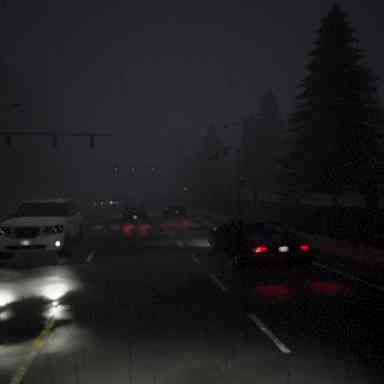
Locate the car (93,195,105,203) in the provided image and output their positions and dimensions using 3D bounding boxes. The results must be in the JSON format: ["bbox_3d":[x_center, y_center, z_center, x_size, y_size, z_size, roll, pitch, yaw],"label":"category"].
[{"bbox_3d":[-21.006,1.617,74.843,1.812,1.442,4.674,0,0,-15],"label":"car"}]

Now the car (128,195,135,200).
[{"bbox_3d":[-17.566,1.553,91.747,1.837,1.490,4.892,0,0,-37],"label":"car"}]

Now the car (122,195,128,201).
[{"bbox_3d":[-19.818,1.612,88.869,2.033,1.411,5.357,0,0,-37],"label":"car"}]

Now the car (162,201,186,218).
[{"bbox_3d":[-1.709,1.513,30.437,1.812,1.442,4.674,0,0,-10],"label":"car"}]

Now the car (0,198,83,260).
[{"bbox_3d":[-5.685,1.255,13.108,2.150,2.045,5.566,0,0,-10],"label":"car"}]

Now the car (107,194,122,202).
[{"bbox_3d":[-18.025,1.622,77.069,1.994,1.385,4.181,0,0,-15],"label":"car"}]

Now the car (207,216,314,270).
[{"bbox_3d":[1.933,1.524,11.073,2.033,1.411,5.357,0,0,-10],"label":"car"}]

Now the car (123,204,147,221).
[{"bbox_3d":[-4.706,1.613,27.394,1.895,1.301,4.718,0,0,-10],"label":"car"}]
